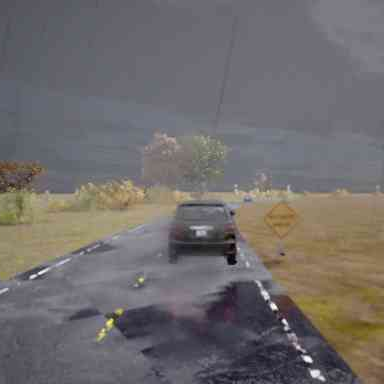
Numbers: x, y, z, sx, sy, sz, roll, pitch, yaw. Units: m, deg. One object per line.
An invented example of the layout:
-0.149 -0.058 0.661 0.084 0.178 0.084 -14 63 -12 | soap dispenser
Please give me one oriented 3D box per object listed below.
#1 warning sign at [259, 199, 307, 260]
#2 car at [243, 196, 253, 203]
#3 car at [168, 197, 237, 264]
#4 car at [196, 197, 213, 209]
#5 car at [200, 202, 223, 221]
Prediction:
2.916 1.177 10.803 1.300 1.860 1.060 0 0 3 | warning sign
14.219 1.762 83.833 2.097 1.767 4.553 0 0 18 | car
0.435 1.291 12.320 2.150 2.045 5.566 0 0 3 | car
2.003 1.616 51.917 2.097 1.767 4.553 0 0 11 | car
1.817 1.679 29.373 1.812 1.442 4.674 0 0 7 | car
